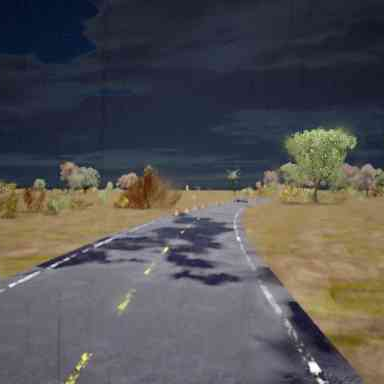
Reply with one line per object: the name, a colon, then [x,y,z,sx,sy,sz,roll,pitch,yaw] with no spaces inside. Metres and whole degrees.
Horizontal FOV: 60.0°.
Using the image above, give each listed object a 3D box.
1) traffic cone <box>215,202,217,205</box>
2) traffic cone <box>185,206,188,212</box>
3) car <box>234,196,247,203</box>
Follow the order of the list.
traffic cone: [4.135,1.870,56.798,0.340,0.580,0.340,0,0,16]
traffic cone: [-0.611,1.911,37.105,0.340,0.580,0.340,0,0,11]
car: [9.589,1.466,65.754,1.994,1.385,4.181,0,0,20]
